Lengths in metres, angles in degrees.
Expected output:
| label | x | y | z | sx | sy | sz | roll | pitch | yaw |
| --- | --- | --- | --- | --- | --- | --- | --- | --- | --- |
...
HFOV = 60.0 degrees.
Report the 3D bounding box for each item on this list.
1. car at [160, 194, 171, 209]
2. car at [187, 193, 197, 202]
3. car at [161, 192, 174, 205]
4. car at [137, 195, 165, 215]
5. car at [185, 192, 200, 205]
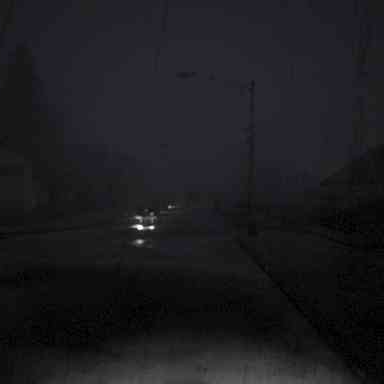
| label | x | y | z | sx | sy | sz | roll | pitch | yaw |
| --- | --- | --- | --- | --- | --- | --- | --- | --- | --- |
| car | -4.079 | 1.371 | 42.119 | 1.812 | 1.442 | 4.674 | 0 | 0 | 0 |
| car | -0.002 | 1.088 | 68.786 | 2.097 | 1.767 | 4.553 | -1 | 1 | 0 |
| car | -4.053 | 1.028 | 52.566 | 2.150 | 2.045 | 5.566 | 0 | 0 | 0 |
| car | -4.090 | 1.373 | 32.115 | 2.128 | 1.511 | 4.902 | 0 | 0 | 0 |
| car | 0.120 | 1.020 | 53.733 | 2.150 | 2.045 | 5.566 | 0 | 0 | 0 |
